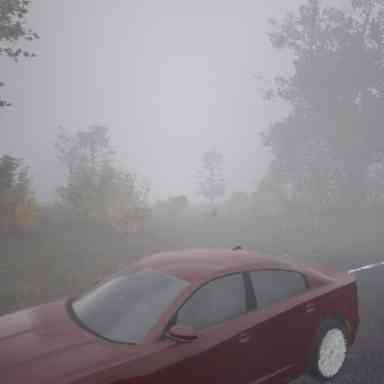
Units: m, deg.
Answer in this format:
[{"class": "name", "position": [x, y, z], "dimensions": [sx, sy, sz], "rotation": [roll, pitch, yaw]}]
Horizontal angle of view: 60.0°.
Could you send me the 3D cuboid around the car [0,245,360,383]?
[{"class": "car", "position": [-0.069, 1.463, 3.819], "dimensions": [5.008, 1.535, 1.882], "rotation": [-1, 0, -36]}]
